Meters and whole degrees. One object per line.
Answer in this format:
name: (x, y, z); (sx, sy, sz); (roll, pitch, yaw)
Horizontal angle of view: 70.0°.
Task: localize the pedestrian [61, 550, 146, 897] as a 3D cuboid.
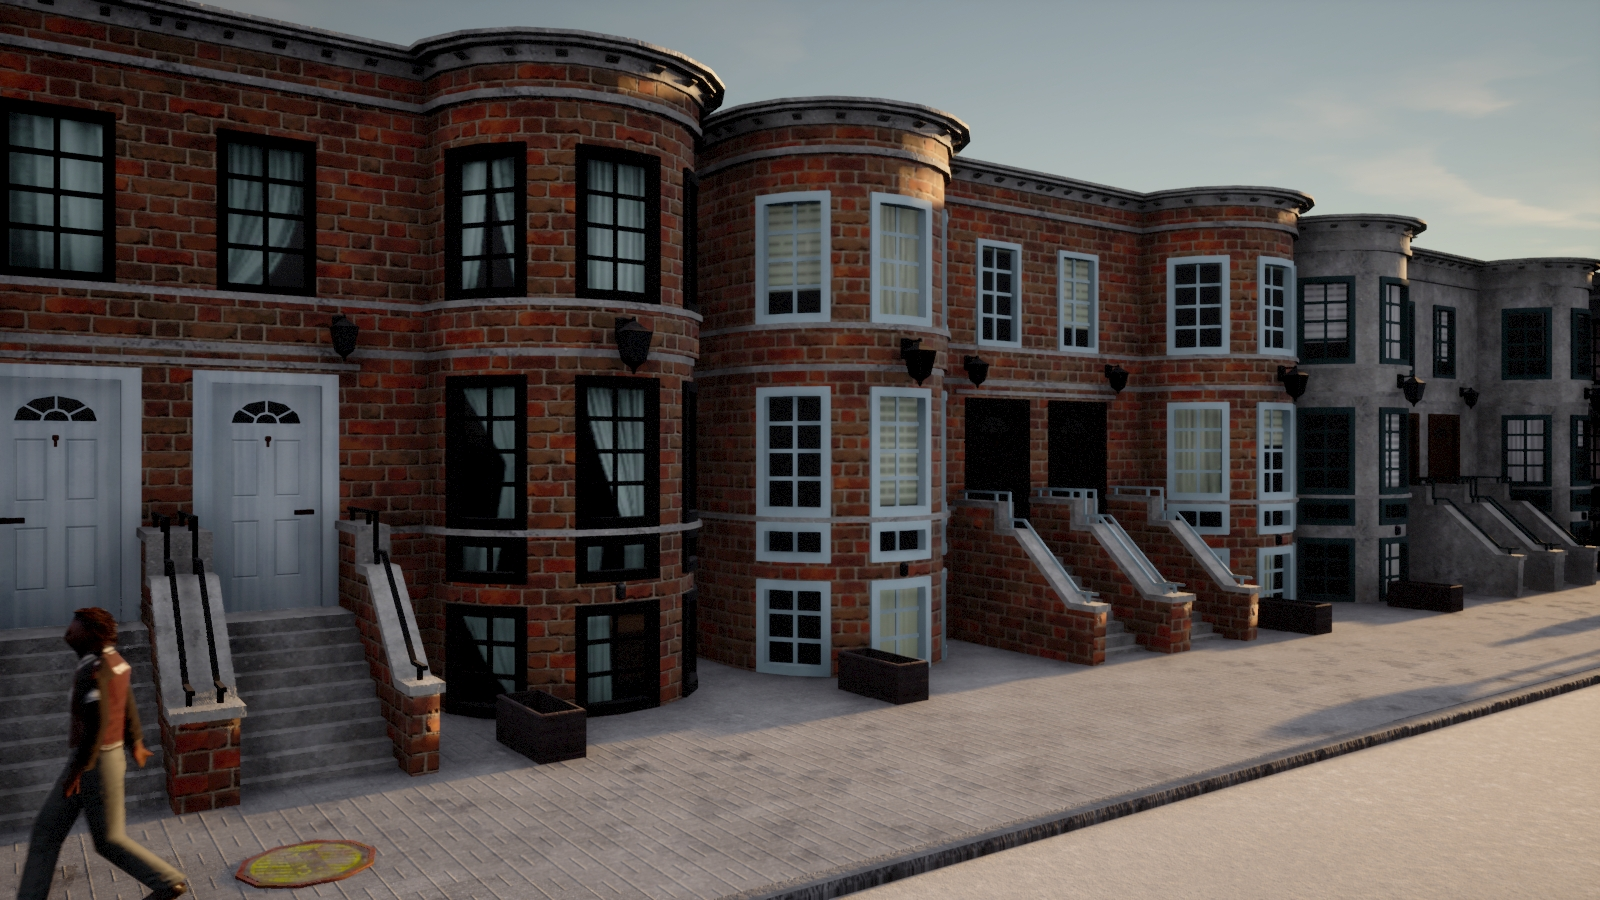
pedestrian: (-3.963, 1.523, 6.518); (0.375, 1.860, 0.375); (0, 0, -26)
